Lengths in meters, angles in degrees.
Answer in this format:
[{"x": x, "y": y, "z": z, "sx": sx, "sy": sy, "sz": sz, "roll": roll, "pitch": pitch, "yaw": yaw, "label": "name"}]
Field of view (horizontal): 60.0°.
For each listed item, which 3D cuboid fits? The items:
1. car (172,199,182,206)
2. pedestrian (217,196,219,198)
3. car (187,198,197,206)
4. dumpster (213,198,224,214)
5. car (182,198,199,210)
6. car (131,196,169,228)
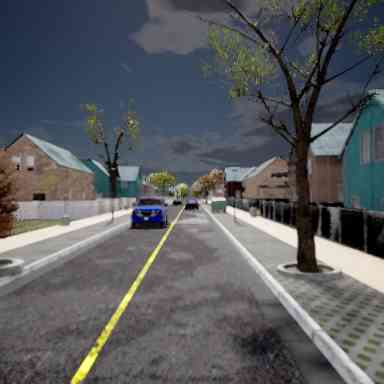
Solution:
[{"x": -2.770, "y": 1.963, "z": 64.676, "sx": 1.895, "sy": 1.301, "sz": 4.718, "roll": 0, "pitch": 0, "yaw": 0, "label": "car"}, {"x": 3.003, "y": 1.319, "z": 39.022, "sx": 0.375, "sy": 1.860, "sz": 0.375, "roll": 1, "pitch": -2, "yaw": -2, "label": "pedestrian"}, {"x": -0.011, "y": 1.831, "z": 61.726, "sx": 1.837, "sy": 1.490, "sz": 4.892, "roll": 0, "pitch": 0, "yaw": 0, "label": "car"}, {"x": 2.986, "y": 1.567, "z": 37.994, "sx": 1.020, "sy": 1.700, "sz": 1.940, "roll": -1, "pitch": -1, "yaw": 0, "label": "dumpster"}, {"x": 0.000, "y": 1.798, "z": 48.284, "sx": 1.994, "sy": 1.385, "sz": 4.181, "roll": 0, "pitch": 0, "yaw": 1, "label": "car"}, {"x": -2.854, "y": 1.315, "z": 23.518, "sx": 2.150, "sy": 2.045, "sz": 5.566, "roll": 0, "pitch": 0, "yaw": 0, "label": "car"}]
